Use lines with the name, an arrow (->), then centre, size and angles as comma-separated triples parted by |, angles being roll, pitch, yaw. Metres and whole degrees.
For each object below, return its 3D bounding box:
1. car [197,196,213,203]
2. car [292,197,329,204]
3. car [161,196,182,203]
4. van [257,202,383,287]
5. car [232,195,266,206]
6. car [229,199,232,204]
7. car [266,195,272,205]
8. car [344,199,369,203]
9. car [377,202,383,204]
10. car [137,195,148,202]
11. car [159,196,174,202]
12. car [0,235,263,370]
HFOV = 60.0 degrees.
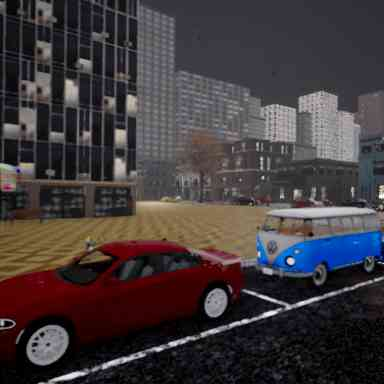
car -> 2.864, 1.669, 74.761 | 1.967, 1.590, 4.097 | 1, -1, -35
car -> 14.828, 1.409, 42.534 | 1.967, 1.590, 4.097 | 1, -1, -35
car -> -3.929, 1.652, 69.848 | 1.752, 1.417, 4.829 | 1, -1, -35
van -> 3.490, 1.326, 8.988 | 3.998, 1.788, 1.690 | 0, 1, -35
car -> 9.359, 1.568, 55.253 | 1.837, 1.490, 4.892 | 1, 0, -34
car -> 9.224, 1.616, 65.664 | 1.967, 1.590, 4.097 | 1, -1, -35
car -> 12.412, 1.465, 61.120 | 2.192, 1.841, 5.009 | 1, -1, -35
car -> 22.533, 1.634, 46.580 | 1.947, 1.339, 4.313 | 1, -1, -35
car -> 25.653, 1.593, 42.072 | 2.008, 1.369, 4.403 | 1, -1, -35
car -> -13.505, 1.774, 83.680 | 1.947, 1.339, 4.313 | 1, -1, -35
car -> -6.713, 1.835, 88.591 | 1.752, 1.417, 4.829 | 1, -1, -35
car -> -1.109, 1.540, 5.713 | 4.507, 1.381, 1.887 | 0, 1, -35
